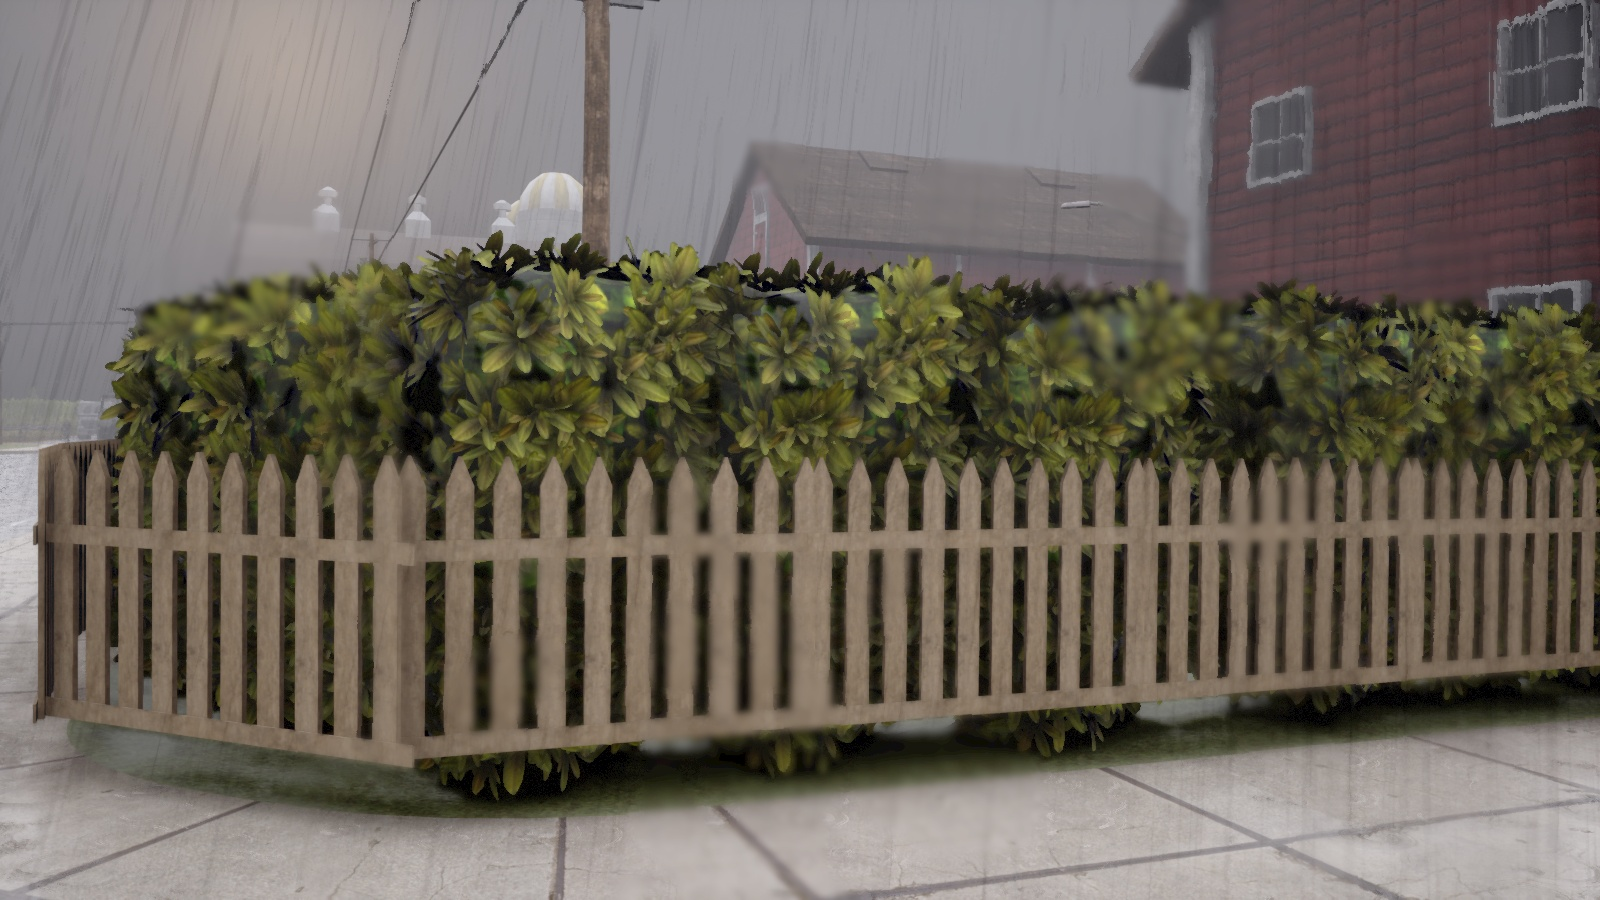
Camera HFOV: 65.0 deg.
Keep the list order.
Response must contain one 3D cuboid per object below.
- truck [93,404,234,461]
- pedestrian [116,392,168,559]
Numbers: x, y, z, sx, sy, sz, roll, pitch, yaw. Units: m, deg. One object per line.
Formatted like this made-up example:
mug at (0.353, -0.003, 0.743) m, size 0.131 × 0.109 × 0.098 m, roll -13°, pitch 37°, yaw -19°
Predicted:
truck at (-40.661, -1.107, 80.296) m, size 7.936 × 3.462 × 2.891 m, roll -1°, pitch 1°, yaw 13°
pedestrian at (-7.900, 0.293, 15.090) m, size 0.423 × 1.949 × 0.788 m, roll -1°, pitch 1°, yaw -20°
